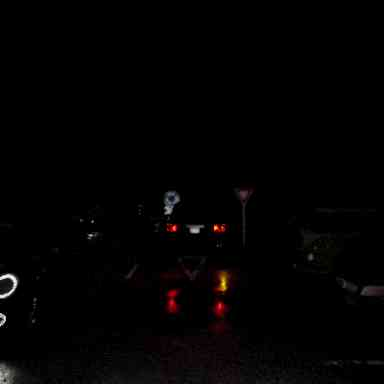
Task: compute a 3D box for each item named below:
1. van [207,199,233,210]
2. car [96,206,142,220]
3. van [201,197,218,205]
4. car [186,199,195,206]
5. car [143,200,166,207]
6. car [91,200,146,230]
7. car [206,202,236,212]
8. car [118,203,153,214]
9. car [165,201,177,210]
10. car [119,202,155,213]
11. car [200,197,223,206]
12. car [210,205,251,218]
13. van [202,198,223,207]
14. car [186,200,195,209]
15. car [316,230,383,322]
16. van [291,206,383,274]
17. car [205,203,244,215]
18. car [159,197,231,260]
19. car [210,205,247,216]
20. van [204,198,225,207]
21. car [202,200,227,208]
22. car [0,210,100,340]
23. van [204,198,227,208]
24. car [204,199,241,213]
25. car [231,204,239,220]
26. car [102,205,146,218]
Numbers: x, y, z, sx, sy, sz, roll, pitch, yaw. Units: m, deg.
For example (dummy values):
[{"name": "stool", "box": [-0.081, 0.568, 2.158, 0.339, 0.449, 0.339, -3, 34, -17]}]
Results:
[{"name": "van", "box": [4.836, 2.180, 58.027, 4.442, 1.987, 1.878, 0, 0, 0]}, {"name": "car", "box": [-8.368, 2.413, 38.499, 4.792, 1.488, 2.163, 0, 0, 0]}, {"name": "van", "box": [4.799, 2.465, 91.262, 4.442, 1.987, 1.878, 0, -1, 0]}, {"name": "car", "box": [-0.342, 2.385, 77.213, 1.882, 1.535, 5.008, 0, -1, 0]}, {"name": "car", "box": [-8.408, 2.558, 74.578, 4.792, 1.488, 2.163, 0, -1, 0]}, {"name": "car", "box": [-6.438, 1.835, 26.067, 2.150, 2.045, 5.566, -3, -5, 32]}, {"name": "car", "box": [4.694, 2.430, 55.132, 4.792, 1.488, 2.163, 0, 0, 0]}, {"name": "car", "box": [-8.345, 2.396, 49.604, 4.892, 1.521, 2.231, 0, 0, 0]}, {"name": "car", "box": [-3.878, 2.442, 61.119, 1.837, 1.490, 4.892, 0, -1, 0]}, {"name": "car", "box": [-8.540, 2.394, 52.379, 5.366, 1.575, 1.946, 0, 0, 0]}, {"name": "car", "box": [4.667, 2.330, 80.056, 5.566, 2.045, 2.435, 0, -1, 0]}, {"name": "car", "box": [4.708, 2.416, 41.283, 4.792, 1.488, 2.163, 0, 0, 0]}, {"name": "van", "box": [4.584, 2.302, 74.516, 4.442, 1.987, 1.878, 0, -1, 0]}, {"name": "car", "box": [-0.277, 2.482, 67.055, 1.837, 1.490, 4.892, 0, 0, 1]}, {"name": "car", "box": [5.041, 1.584, 6.104, 4.674, 1.452, 2.002, 0, 0, 0]}, {"name": "van", "box": [4.911, 1.343, 8.779, 4.442, 1.987, 1.878, -1, -1, 0]}, {"name": "car", "box": [4.546, 2.389, 46.823, 5.366, 1.575, 1.946, 0, 0, 0]}, {"name": "car", "box": [0.365, 1.367, 13.279, 2.150, 2.045, 5.566, 0, -1, 6]}, {"name": "car", "box": [4.732, 2.429, 44.053, 4.674, 1.452, 2.002, 0, 0, 0]}, {"name": "van", "box": [4.820, 2.275, 71.746, 4.442, 1.987, 1.878, 0, -1, 0]}, {"name": "car", "box": [4.712, 2.474, 68.974, 5.008, 1.535, 2.097, 0, -1, 0]}, {"name": "car", "box": [-3.610, 1.422, 6.839, 2.097, 1.767, 4.553, 0, 0, -1]}, {"name": "van", "box": [4.602, 2.224, 66.190, 4.442, 1.987, 1.878, 0, 0, 0]}, {"name": "car", "box": [4.754, 2.146, 52.363, 5.566, 2.045, 2.435, 0, 0, 0]}, {"name": "car", "box": [4.738, 2.380, 35.866, 5.008, 1.535, 2.097, 0, 0, 0]}, {"name": "car", "box": [-8.337, 2.386, 41.275, 5.008, 1.535, 2.097, 0, 0, 0]}]
